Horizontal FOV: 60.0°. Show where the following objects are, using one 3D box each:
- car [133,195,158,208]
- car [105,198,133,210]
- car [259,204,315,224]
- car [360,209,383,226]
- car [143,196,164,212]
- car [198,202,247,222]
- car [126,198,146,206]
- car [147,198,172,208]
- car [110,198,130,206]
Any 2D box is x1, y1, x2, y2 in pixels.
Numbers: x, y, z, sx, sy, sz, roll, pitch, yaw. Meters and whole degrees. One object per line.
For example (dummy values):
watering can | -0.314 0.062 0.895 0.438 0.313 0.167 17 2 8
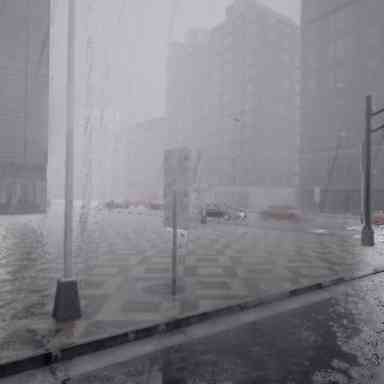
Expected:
car | -6.958 1.491 51.958 2.150 2.045 5.566 1 -1 -35
car | -10.248 1.637 45.206 1.882 1.535 5.008 1 -1 -35
car | 7.350 1.685 26.302 1.812 1.442 4.674 1 -1 -36
car | 13.887 1.761 22.909 1.994 1.385 4.181 1 -1 -30
car | -3.885 1.675 41.900 1.882 1.535 5.008 1 -1 -36
car | 2.442 1.607 27.558 2.128 1.511 4.902 1 -1 -36
car | -10.555 1.904 62.407 1.994 1.385 4.181 1 -1 -36
car | -5.472 1.828 55.427 1.837 1.490 4.892 1 -1 -35
car | -13.190 1.815 60.506 1.812 1.442 4.674 1 -1 -36
